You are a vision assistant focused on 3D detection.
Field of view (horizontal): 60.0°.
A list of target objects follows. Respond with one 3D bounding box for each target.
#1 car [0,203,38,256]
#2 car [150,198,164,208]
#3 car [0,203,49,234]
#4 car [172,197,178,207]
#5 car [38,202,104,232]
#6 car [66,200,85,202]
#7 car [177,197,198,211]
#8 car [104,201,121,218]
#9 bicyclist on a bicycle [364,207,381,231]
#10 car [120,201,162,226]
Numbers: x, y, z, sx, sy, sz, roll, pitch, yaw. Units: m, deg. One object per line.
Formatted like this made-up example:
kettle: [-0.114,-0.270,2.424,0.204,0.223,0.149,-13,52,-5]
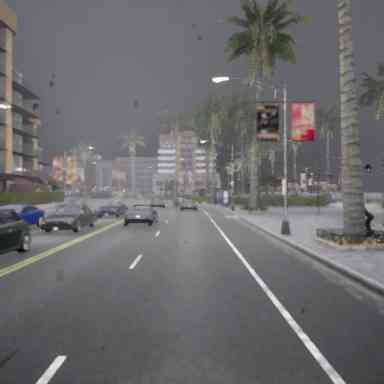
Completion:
car: [-7.153,1.360,10.748,2.097,1.767,4.553,0,0,0]
car: [-5.171,1.559,48.502,1.994,1.385,4.181,0,0,-11]
car: [-10.715,1.488,20.210,1.882,1.535,5.008,0,0,-1]
car: [-1.820,1.483,50.304,2.128,1.511,4.902,0,0,-12]
car: [-7.211,1.553,20.220,2.033,1.411,5.357,0,0,0]
car: [-10.800,1.500,30.432,2.128,1.511,4.902,0,0,0]
car: [-0.432,1.555,40.382,1.994,1.385,4.181,0,0,-4]
car: [-7.262,1.550,30.881,2.033,1.411,5.357,0,0,0]
bicyclist on a bicycle: [7.302,1.287,14.295,1.656,1.620,0.582,0,0,0]
car: [-3.539,1.563,23.716,1.994,1.385,4.181,0,0,0]
